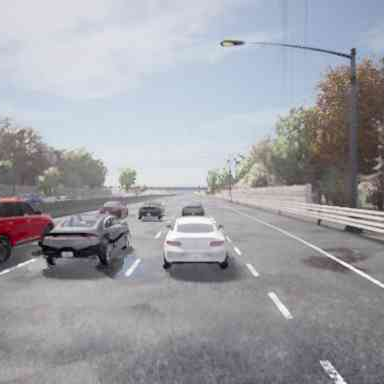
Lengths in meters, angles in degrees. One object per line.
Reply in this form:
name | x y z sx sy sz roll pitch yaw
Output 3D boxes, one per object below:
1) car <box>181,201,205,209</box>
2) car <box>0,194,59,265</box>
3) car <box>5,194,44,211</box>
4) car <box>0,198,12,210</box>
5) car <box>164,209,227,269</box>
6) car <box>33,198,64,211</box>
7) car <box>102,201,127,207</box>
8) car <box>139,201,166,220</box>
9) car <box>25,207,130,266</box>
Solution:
car | 0.093 1.502 28.553 2.128 1.511 4.902 0 0 0
car | -6.904 1.223 11.827 2.150 2.045 5.566 0 0 0
car | -21.092 1.248 42.196 2.150 2.045 5.566 0 0 0
car | -24.594 1.529 41.397 1.837 1.490 4.892 0 -1 0
car | 0.096 1.526 11.077 1.812 1.442 4.674 0 0 0
car | -17.596 1.548 41.073 1.812 1.442 4.674 0 0 0
car | -6.909 1.537 29.623 1.812 1.442 4.674 0 0 0
car | -3.408 1.515 28.626 1.837 1.490 4.892 0 0 0
car | -3.404 1.492 11.506 2.128 1.511 4.902 0 0 0
